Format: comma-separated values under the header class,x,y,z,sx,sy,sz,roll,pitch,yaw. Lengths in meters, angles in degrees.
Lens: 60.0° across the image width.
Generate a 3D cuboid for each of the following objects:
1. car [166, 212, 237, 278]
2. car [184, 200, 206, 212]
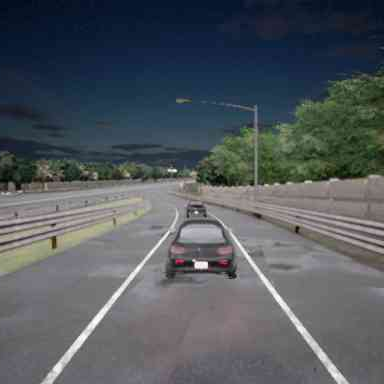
class,x,y,z,sx,sy,sz,roll,pitch,yaw
car,0.280,1.556,10.125,1.812,1.442,4.674,0,0,1
car,0.341,1.593,32.379,1.837,1.490,4.892,0,0,-2
